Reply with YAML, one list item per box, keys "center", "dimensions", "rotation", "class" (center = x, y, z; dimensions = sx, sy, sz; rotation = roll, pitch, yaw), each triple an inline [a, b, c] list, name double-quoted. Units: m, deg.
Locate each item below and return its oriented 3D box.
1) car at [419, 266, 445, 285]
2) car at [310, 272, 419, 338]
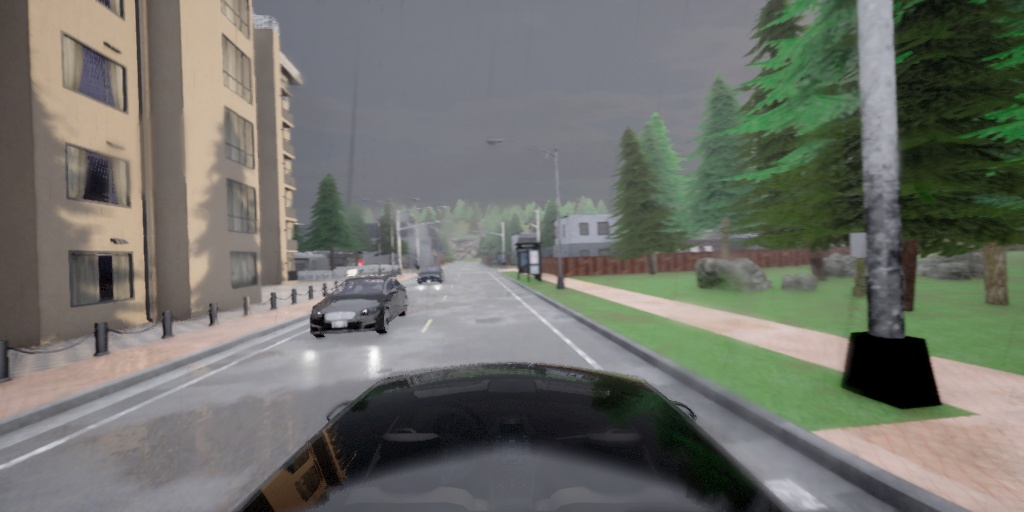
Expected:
- center: [-6.502, 1.509, 29.355]
  dimensions: [2.033, 1.411, 5.357]
  rotation: [-2, 0, -6]
  class: "car"
- center: [-4.458, 1.392, 11.111]
  dimensions: [2.128, 1.511, 4.902]
  rotation: [-2, 0, -6]
  class: "car"
